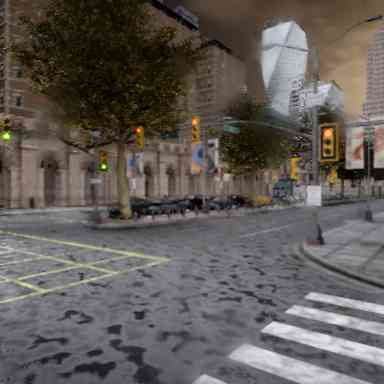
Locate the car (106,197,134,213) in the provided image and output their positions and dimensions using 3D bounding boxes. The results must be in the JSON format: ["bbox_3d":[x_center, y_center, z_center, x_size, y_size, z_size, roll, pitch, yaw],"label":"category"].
[{"bbox_3d":[-6.125,1.265,32.679,1.837,1.490,4.892,0,0,37],"label":"car"}]

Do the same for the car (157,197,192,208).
[{"bbox_3d":[-2.216,1.297,43.052,1.895,1.301,4.718,0,0,37],"label":"car"}]

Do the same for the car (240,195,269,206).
[{"bbox_3d":[9.125,1.188,46.975,1.882,1.535,5.008,0,0,37],"label":"car"}]

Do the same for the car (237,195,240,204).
[{"bbox_3d":[6.316,1.165,49.067,1.882,1.535,5.008,0,0,37],"label":"car"}]

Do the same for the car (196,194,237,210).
[{"bbox_3d":[2.930,1.251,38.827,1.837,1.490,4.892,0,0,37],"label":"car"}]

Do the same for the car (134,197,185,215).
[{"bbox_3d":[-2.981,1.345,31.034,1.994,1.385,4.181,0,0,37],"label":"car"}]

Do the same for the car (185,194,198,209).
[{"bbox_3d":[0.007,1.076,40.764,2.097,1.767,4.553,0,0,37],"label":"car"}]
